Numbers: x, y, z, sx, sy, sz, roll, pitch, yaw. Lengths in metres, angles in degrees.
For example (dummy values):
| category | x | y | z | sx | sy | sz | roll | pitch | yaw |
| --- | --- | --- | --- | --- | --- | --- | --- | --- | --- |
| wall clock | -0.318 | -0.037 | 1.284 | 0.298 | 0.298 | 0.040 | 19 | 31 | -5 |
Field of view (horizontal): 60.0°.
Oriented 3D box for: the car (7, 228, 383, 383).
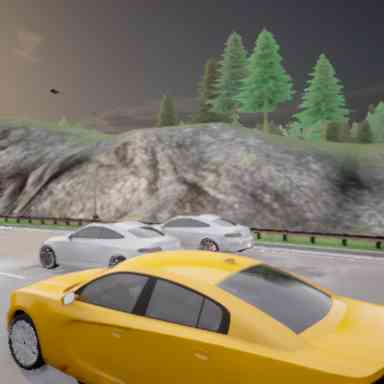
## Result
| category | x | y | z | sx | sy | sz | roll | pitch | yaw |
| --- | --- | --- | --- | --- | --- | --- | --- | --- | --- |
| car | -0.274 | 1.478 | 4.032 | 5.008 | 1.535 | 1.882 | 0 | 0 | 34 |

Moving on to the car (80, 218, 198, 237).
| category | x | y | z | sx | sy | sz | roll | pitch | yaw |
| --- | --- | --- | --- | --- | --- | --- | --- | --- | --- |
| car | -2.379 | 1.538 | 9.536 | 4.674 | 1.442 | 1.812 | 0 | 0 | 32 |

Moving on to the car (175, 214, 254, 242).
| category | x | y | z | sx | sy | sz | roll | pitch | yaw |
| --- | --- | --- | --- | --- | --- | --- | --- | --- | --- |
| car | -0.064 | 1.526 | 12.205 | 4.674 | 1.442 | 1.812 | 0 | 0 | 33 |
